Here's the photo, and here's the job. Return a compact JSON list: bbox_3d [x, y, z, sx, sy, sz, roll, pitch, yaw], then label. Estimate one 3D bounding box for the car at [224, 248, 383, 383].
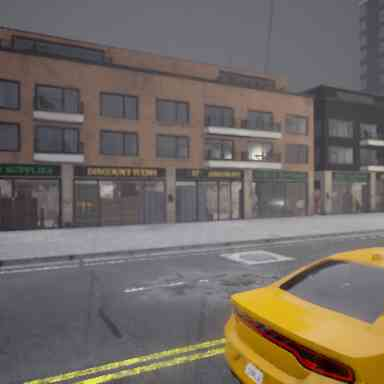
[{"bbox_3d":[2.801,1.450,4.034,5.008,1.535,1.882,0,0,-25],"label":"car"}]
